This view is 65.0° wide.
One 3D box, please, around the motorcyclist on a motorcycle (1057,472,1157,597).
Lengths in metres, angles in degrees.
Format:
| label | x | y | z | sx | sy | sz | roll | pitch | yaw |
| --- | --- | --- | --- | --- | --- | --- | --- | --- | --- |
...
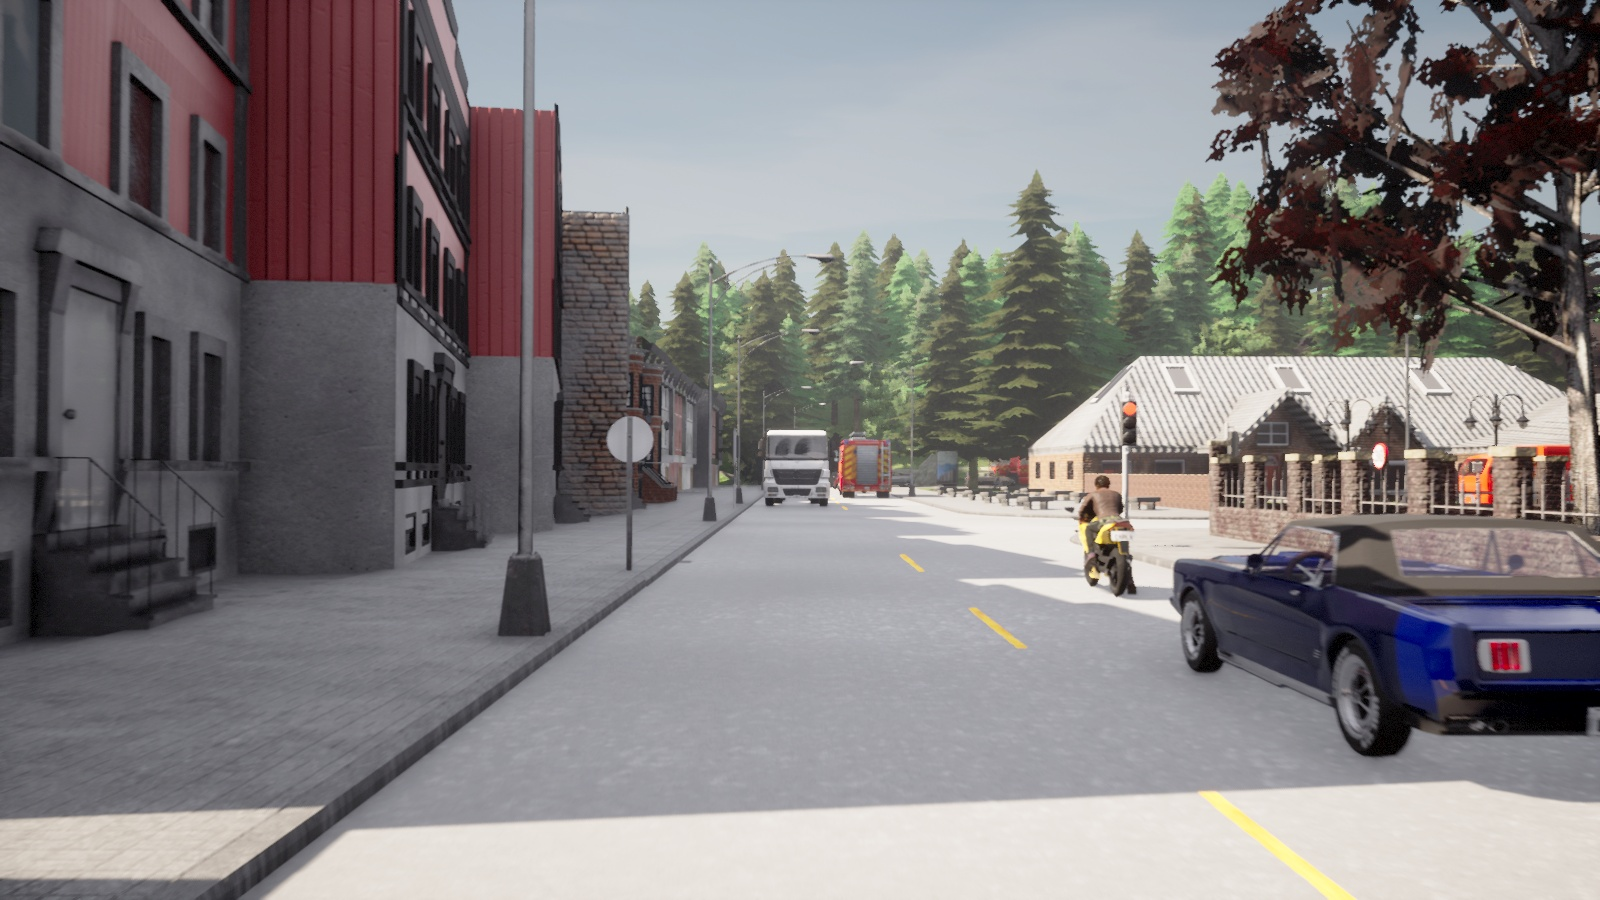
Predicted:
| label | x | y | z | sx | sy | sz | roll | pitch | yaw |
| --- | --- | --- | --- | --- | --- | --- | --- | --- | --- |
| motorcyclist on a motorcycle | 3.957 | 1.054 | 16.361 | 0.797 | 1.523 | 2.044 | 0 | -1 | 0 |

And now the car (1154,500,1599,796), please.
| label | x | y | z | sx | sy | sz | roll | pitch | yaw |
| --- | --- | --- | --- | --- | --- | --- | --- | --- | --- |
| car | 3.981 | 1.039 | 8.368 | 1.895 | 1.301 | 4.718 | 0 | -1 | 0 |

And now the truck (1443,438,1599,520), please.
| label | x | y | z | sx | sy | sz | roll | pitch | yaw |
| --- | --- | --- | --- | --- | --- | --- | --- | --- | --- |
| truck | 23.387 | 0.897 | 39.281 | 5.204 | 2.467 | 2.627 | 0 | -1 | 0 |

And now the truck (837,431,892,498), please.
| label | x | y | z | sx | sy | sz | roll | pitch | yaw |
| --- | --- | --- | --- | --- | --- | --- | --- | --- | --- |
| truck | 3.841 | 0.910 | 76.456 | 2.891 | 3.827 | 8.468 | 0 | -1 | 0 |

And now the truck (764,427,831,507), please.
| label | x | y | z | sx | sy | sz | roll | pitch | yaw |
| --- | --- | --- | --- | --- | --- | --- | --- | --- | --- |
| truck | -0.144 | 0.806 | 58.345 | 2.891 | 3.462 | 7.936 | 0 | -1 | 0 |
